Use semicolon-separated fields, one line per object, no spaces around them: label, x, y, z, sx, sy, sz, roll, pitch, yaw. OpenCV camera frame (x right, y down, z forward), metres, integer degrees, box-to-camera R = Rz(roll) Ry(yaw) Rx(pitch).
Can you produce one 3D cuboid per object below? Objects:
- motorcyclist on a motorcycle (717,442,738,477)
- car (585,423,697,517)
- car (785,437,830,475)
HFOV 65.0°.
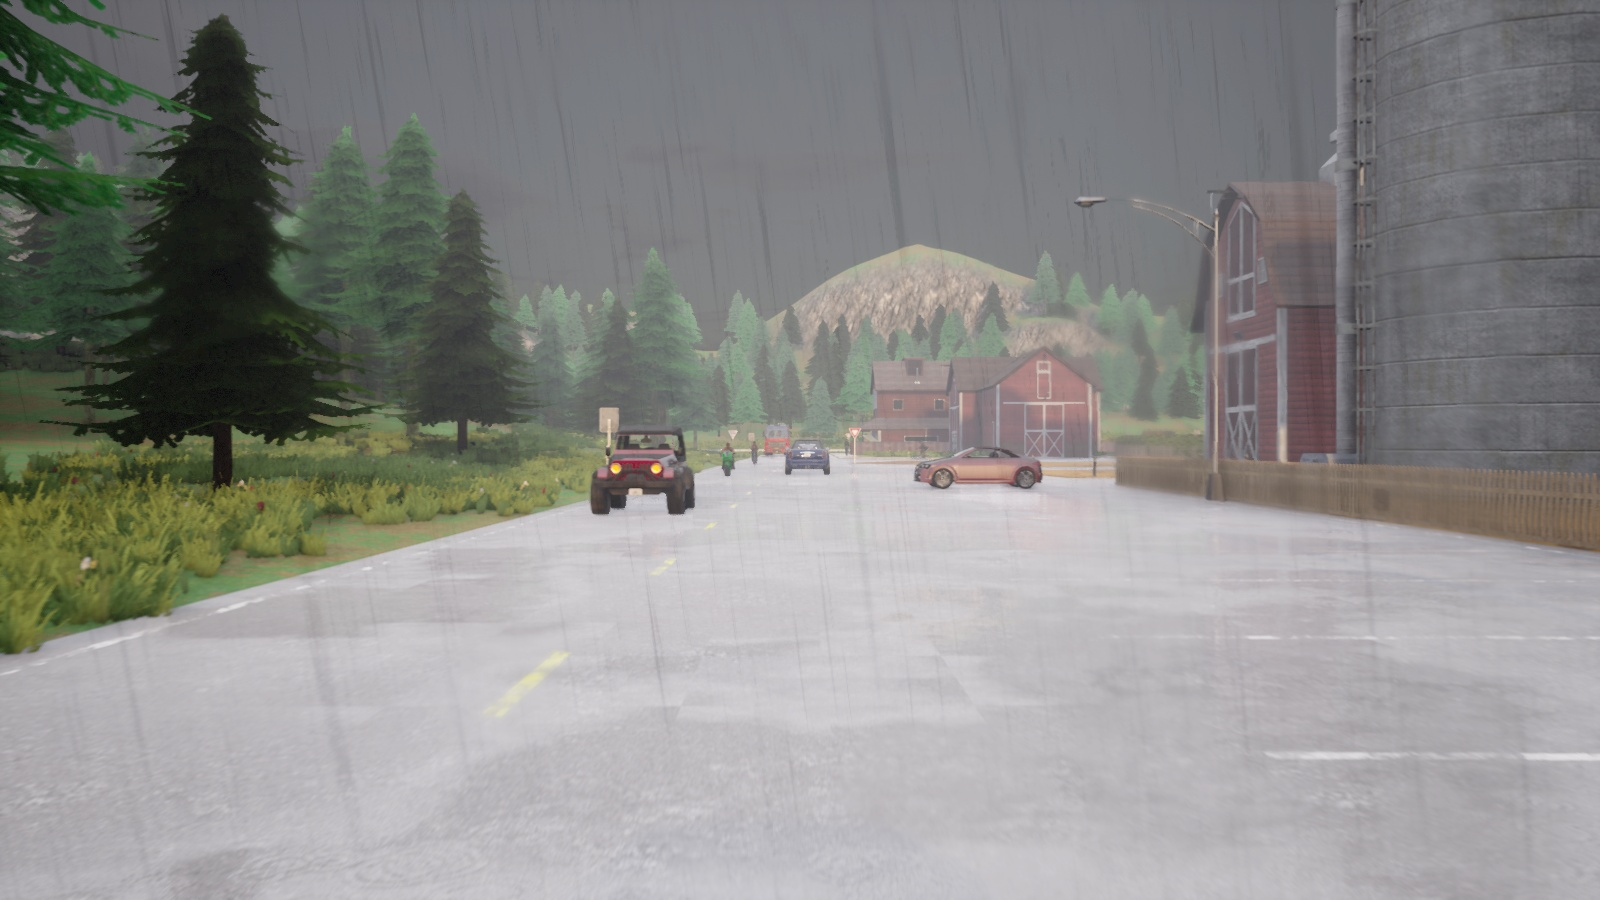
motorcyclist on a motorcycle;-3.170;0.415;55.048;0.797;1.523;2.044;0;0;0
car;-3.330;0.387;27.049;1.905;1.878;3.866;0;0;0
car;0.360;0.264;60.354;2.097;1.767;4.553;0;0;0
